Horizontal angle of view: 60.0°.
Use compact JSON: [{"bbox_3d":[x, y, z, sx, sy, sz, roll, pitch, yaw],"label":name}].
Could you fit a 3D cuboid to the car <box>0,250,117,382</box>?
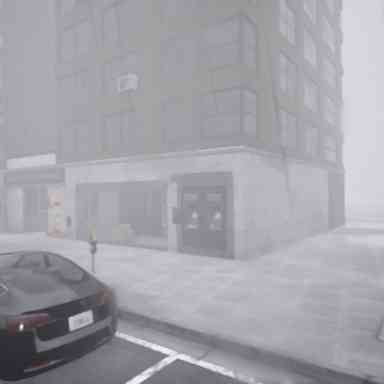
[{"bbox_3d":[-3.039,1.612,5.248,4.313,1.339,1.947,-1,0,35],"label":"car"}]
